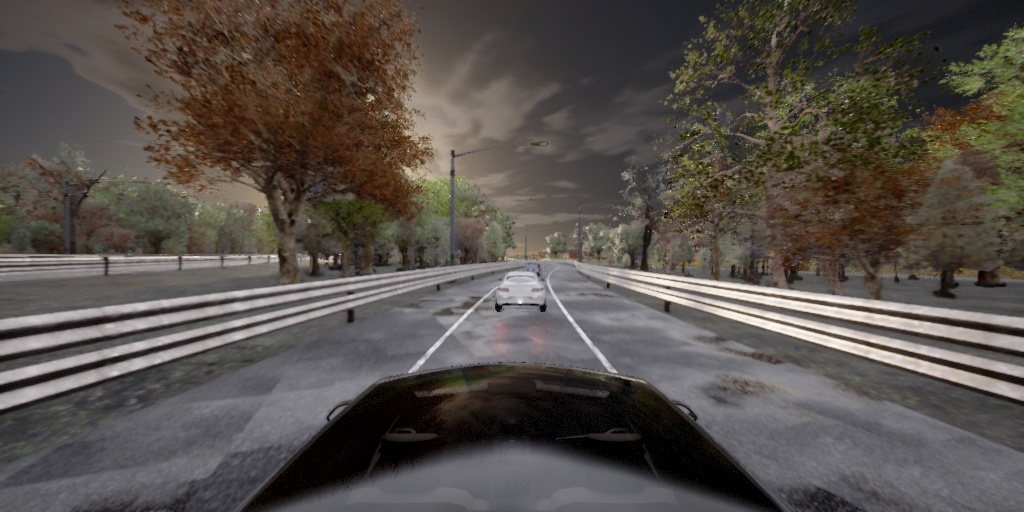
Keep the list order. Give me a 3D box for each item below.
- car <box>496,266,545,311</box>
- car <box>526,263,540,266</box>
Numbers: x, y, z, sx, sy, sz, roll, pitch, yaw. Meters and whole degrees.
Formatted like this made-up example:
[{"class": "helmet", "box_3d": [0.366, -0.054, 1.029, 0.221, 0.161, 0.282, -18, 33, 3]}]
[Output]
[{"class": "car", "box_3d": [0.383, 1.329, 14.657, 1.812, 1.442, 4.674, 0, 0, 2]}, {"class": "car", "box_3d": [2.234, 1.473, 38.594, 2.033, 1.411, 5.357, 0, 0, 7]}]
